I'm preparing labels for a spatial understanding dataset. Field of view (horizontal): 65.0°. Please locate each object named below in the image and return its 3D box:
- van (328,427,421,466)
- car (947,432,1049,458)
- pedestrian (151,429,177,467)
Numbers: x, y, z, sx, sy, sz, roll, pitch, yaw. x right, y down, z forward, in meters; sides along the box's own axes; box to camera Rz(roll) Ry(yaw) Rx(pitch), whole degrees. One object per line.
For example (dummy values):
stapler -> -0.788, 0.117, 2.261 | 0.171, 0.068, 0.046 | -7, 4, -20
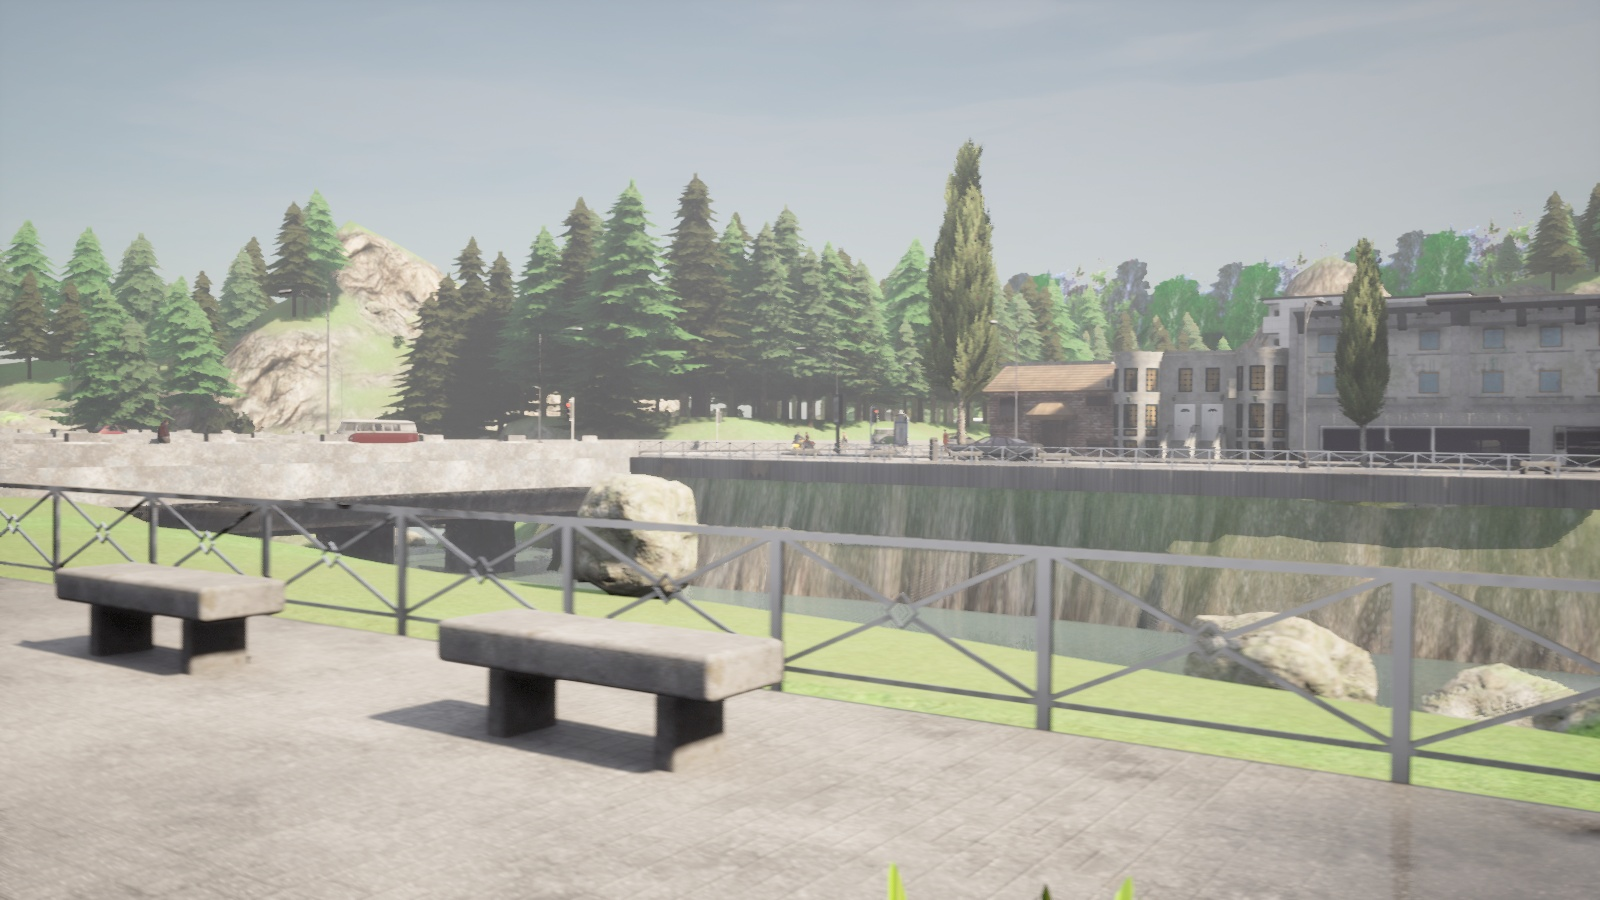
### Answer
van -> -22.281, -0.214, 65.945 | 1.775, 1.987, 4.442 | 0, 1, 34
car -> 11.146, -0.289, 70.824 | 5.357, 1.411, 2.033 | 0, 1, 34
pedestrian -> -31.148, -0.116, 61.494 | 0.634, 1.844, 0.899 | 0, 1, 37
